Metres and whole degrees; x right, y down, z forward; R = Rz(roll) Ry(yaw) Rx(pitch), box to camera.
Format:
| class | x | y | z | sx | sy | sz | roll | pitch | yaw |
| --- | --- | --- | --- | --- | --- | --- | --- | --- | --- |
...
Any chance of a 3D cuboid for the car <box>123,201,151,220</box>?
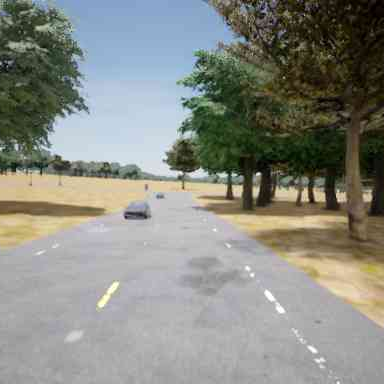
| class | x | y | z | sx | sy | sz | roll | pitch | yaw |
| --- | --- | --- | --- | --- | --- | --- | --- | --- | --- |
| car | -4.408 | 1.424 | 27.424 | 2.033 | 1.411 | 5.357 | 1 | 0 | -3 |

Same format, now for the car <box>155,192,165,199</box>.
| class | x | y | z | sx | sy | sz | roll | pitch | yaw |
| --- | --- | --- | --- | --- | --- | --- | --- | --- | --- |
| car | -6.595 | 0.721 | 69.315 | 2.033 | 1.411 | 5.357 | 1 | 2 | -3 |
